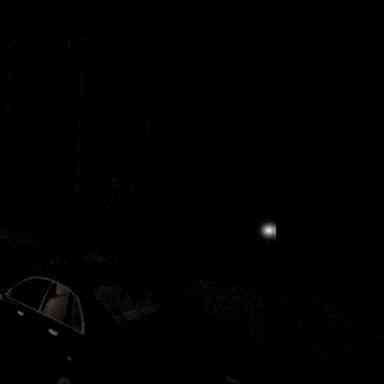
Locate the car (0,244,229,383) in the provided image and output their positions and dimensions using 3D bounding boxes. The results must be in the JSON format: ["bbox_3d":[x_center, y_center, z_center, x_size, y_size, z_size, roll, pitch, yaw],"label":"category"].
[{"bbox_3d":[-1.533,1.672,4.597,4.403,1.369,2.008,0,-2,43],"label":"car"}]

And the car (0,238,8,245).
[{"bbox_3d":[-5.547,1.737,8.398,4.206,1.307,1.802,0,-2,43],"label":"car"}]
